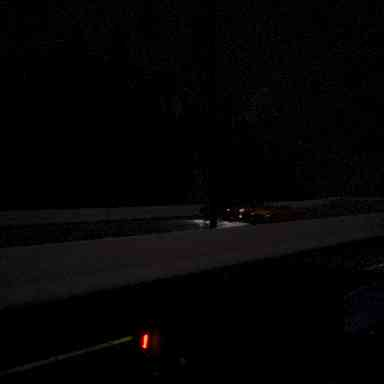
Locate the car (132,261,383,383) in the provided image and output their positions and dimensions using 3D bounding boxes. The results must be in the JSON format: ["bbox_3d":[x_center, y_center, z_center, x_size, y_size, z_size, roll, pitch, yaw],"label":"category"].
[{"bbox_3d":[1.720,1.643,4.457,4.718,1.301,1.895,0,-1,-37],"label":"car"}]
